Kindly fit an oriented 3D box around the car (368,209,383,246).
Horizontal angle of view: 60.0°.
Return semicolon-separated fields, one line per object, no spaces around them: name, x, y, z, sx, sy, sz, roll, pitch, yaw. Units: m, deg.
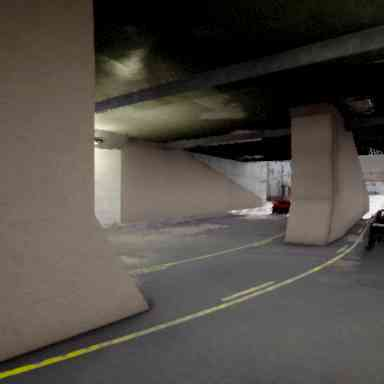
car;9.046;1.509;14.744;2.128;1.511;4.902;0;0;34

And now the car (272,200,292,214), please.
car;10.370;1.638;37.030;1.882;1.535;5.008;-1;0;31
